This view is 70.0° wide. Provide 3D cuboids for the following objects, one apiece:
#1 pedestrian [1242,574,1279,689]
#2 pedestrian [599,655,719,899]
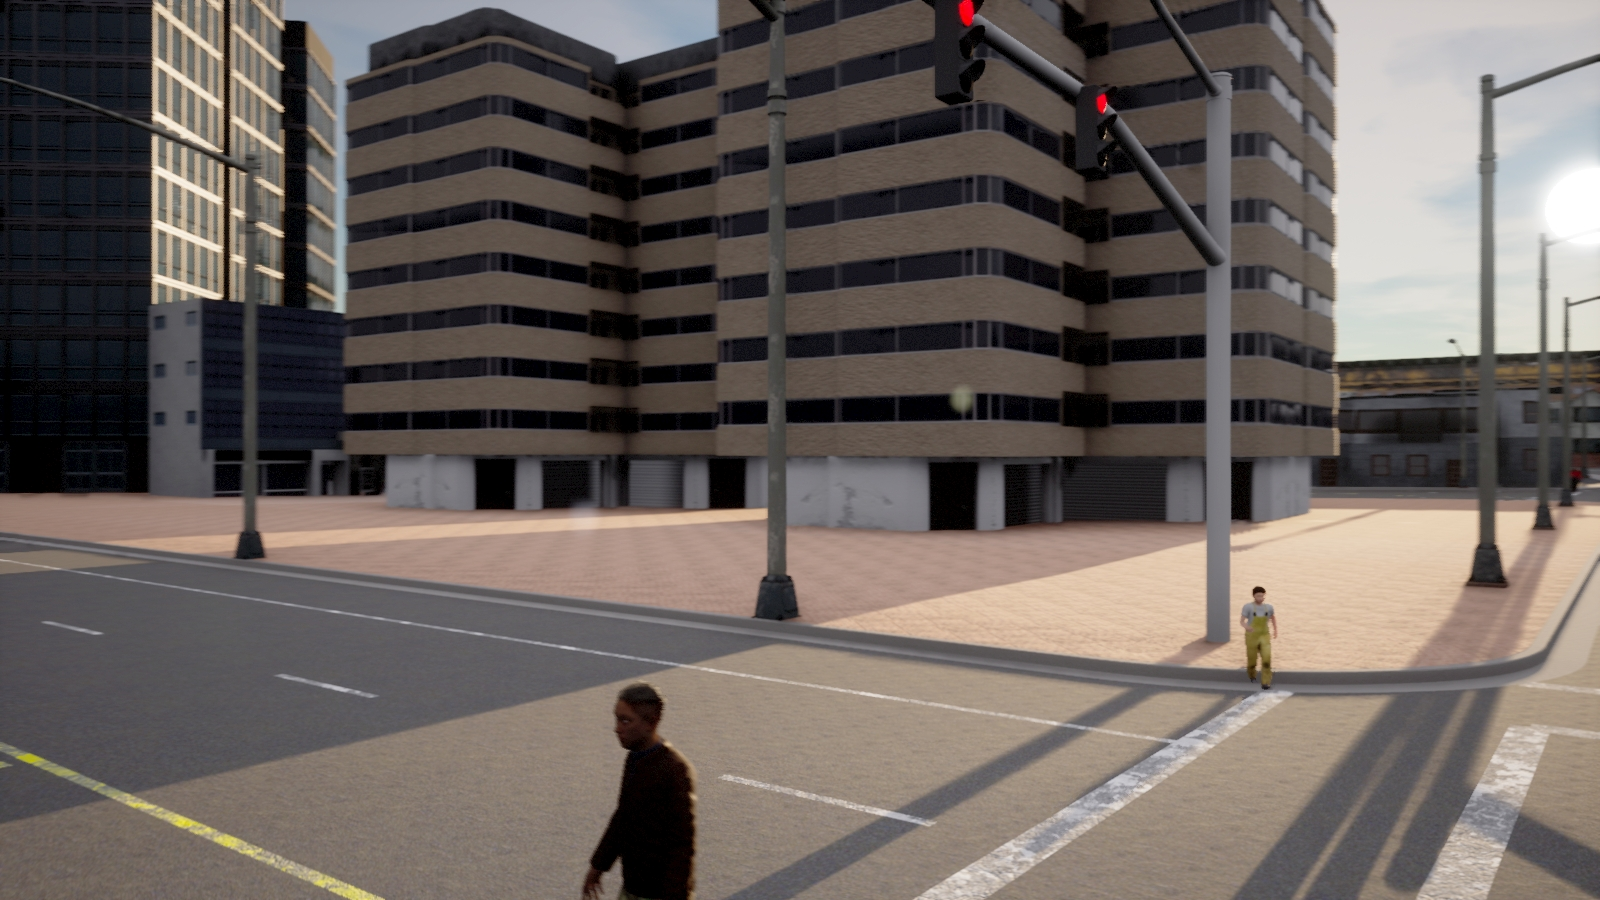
[{"bbox_3d":[5.462,2.143,13.567,0.375,1.300,0.375,0,0,16],"label":"pedestrian"},{"bbox_3d":[-0.604,1.852,4.878,0.375,1.860,0.375,0,0,-36],"label":"pedestrian"}]
